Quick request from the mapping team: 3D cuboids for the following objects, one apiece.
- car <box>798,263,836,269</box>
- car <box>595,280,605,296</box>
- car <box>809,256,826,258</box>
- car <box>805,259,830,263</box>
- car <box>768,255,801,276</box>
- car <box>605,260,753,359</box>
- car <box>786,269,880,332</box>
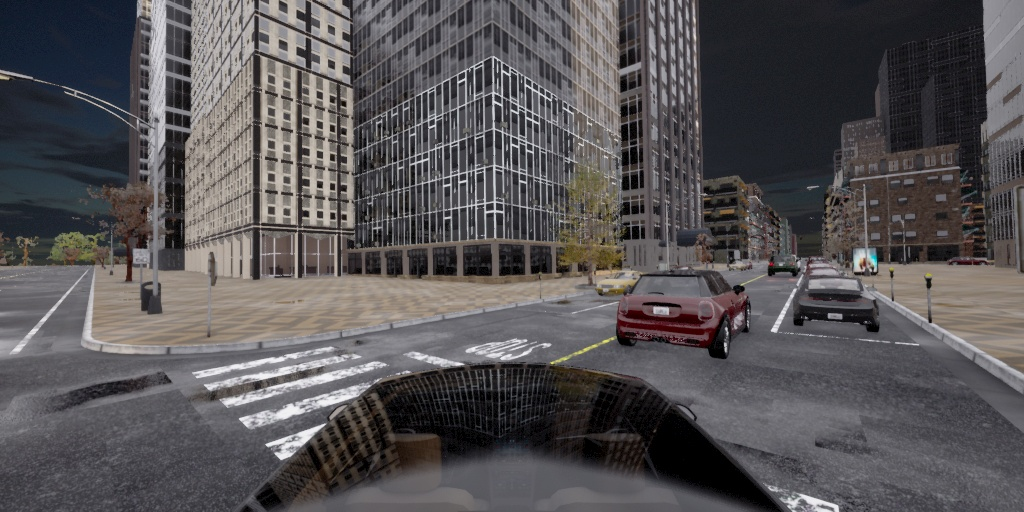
[{"bbox_3d":[16.370,1.227,18.860,1.802,1.307,4.207,0,0,40],"label":"car"},{"bbox_3d":[6.270,1.397,19.855,1.751,1.417,4.829,0,0,40],"label":"car"},{"bbox_3d":[34.236,0.906,40.155,2.192,1.841,5.009,0,0,40],"label":"car"},{"bbox_3d":[23.517,1.169,27.378,1.888,1.381,4.507,0,0,40],"label":"car"},{"bbox_3d":[26.387,0.899,34.911,2.150,2.045,5.566,-2,-1,40],"label":"car"},{"bbox_3d":[4.313,1.098,8.709,2.097,1.767,4.553,-2,-1,40],"label":"car"},{"bbox_3d":[9.224,1.218,10.342,2.007,1.370,4.403,0,0,40],"label":"car"}]
